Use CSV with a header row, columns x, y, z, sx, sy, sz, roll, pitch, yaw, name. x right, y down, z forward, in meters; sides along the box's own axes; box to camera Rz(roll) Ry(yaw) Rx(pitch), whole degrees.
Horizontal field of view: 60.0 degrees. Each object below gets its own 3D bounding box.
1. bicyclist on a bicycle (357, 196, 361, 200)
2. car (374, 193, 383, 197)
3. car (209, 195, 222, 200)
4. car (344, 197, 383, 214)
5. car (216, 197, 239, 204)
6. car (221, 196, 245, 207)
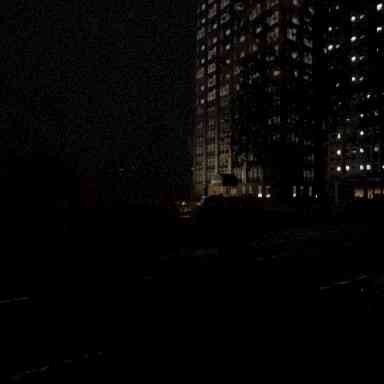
x,y,z,sx,sy,sz,roll,pitch,yaw,name
23.889,1.397,47.577,1.656,1.620,0.582,1,0,-34,bicyclist on a bicycle
20.778,1.177,32.931,2.150,2.045,5.566,1,0,-36,car
4.194,1.305,63.468,2.097,1.767,4.553,1,0,-34,car
17.099,1.470,32.332,1.994,1.385,4.181,1,0,-33,car
6.856,1.601,65.327,1.895,1.301,4.718,1,0,-34,car
6.795,1.384,47.741,1.837,1.490,4.892,1,0,-34,car
